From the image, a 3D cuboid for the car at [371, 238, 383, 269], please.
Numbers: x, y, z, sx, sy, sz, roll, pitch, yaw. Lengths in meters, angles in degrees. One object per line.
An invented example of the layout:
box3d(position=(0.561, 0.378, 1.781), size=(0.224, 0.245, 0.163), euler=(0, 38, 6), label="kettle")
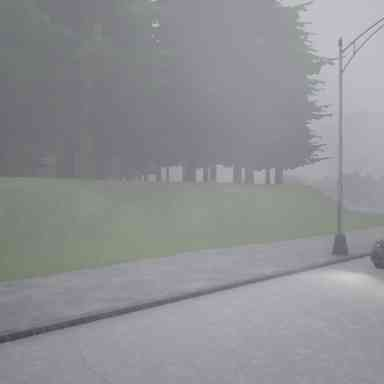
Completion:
box3d(position=(7.296, 1.528, 10.095), size=(4.674, 1.442, 1.812), euler=(0, 0, -37), label="car")
